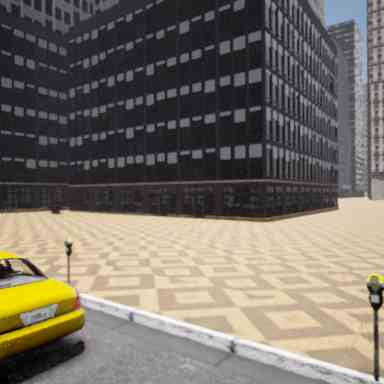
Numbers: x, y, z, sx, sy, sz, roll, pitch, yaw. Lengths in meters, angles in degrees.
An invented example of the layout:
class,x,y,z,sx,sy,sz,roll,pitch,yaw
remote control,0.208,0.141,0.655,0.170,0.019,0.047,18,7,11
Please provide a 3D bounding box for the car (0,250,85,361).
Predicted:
class,x,y,z,sx,sy,sz,roll,pitch,yaw
car,-3.819,1.535,5.573,4.829,1.417,1.752,0,0,36
